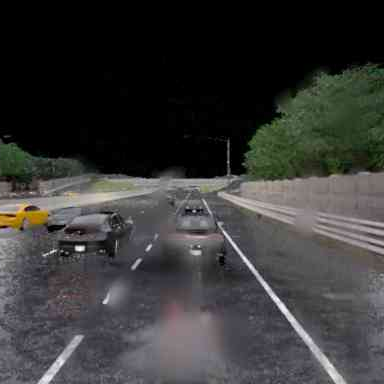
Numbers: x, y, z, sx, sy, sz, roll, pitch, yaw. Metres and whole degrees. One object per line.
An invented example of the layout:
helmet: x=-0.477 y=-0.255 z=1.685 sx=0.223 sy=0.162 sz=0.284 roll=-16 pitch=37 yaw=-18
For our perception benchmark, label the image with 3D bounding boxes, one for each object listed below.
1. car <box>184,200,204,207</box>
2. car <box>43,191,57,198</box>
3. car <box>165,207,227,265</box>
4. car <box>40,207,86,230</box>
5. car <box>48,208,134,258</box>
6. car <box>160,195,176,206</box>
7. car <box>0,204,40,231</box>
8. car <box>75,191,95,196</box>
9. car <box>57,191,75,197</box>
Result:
car: x=0.225 y=1.446 z=33.174 sx=1.895 sy=1.301 sz=4.718 roll=0 pitch=1 yaw=0
car: x=-27.545 y=0.580 z=65.443 sx=1.837 sy=1.490 sz=4.892 roll=0 pitch=1 yaw=1
car: x=0.120 y=1.490 z=11.733 sx=2.128 sy=1.511 sz=4.902 roll=0 pitch=0 yaw=0
car: x=-6.853 y=1.541 z=19.588 sx=1.994 sy=1.385 sz=4.181 roll=0 pitch=0 yaw=0
car: x=-3.478 y=1.503 z=12.764 sx=1.837 sy=1.490 sz=4.892 roll=0 pitch=0 yaw=0
car: x=-3.276 y=1.132 z=45.245 sx=1.837 sy=1.490 sz=4.892 roll=0 pitch=1 yaw=1
car: x=-10.349 y=1.450 z=20.254 sx=1.882 sy=1.535 sz=5.008 roll=0 pitch=0 yaw=0
car: x=-20.545 y=0.594 z=65.345 sx=2.128 sy=1.511 sz=4.902 roll=0 pitch=1 yaw=1
car: x=-24.044 y=0.558 z=65.394 sx=1.882 sy=1.535 sz=5.008 roll=0 pitch=1 yaw=1
